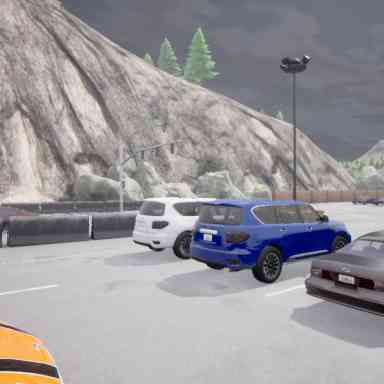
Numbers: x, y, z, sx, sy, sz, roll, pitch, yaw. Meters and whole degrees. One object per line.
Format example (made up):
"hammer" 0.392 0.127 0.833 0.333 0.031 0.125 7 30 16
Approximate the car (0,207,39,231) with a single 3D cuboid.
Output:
"car" -10.703 1.525 17.862 4.674 1.442 1.812 0 0 -36

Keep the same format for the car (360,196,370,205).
"car" 28.732 1.374 55.215 5.357 1.411 2.033 0 0 -36

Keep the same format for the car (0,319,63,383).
"car" -2.975 1.350 1.618 4.553 1.767 2.097 0 0 -36

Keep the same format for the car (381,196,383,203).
"car" 36.871 1.377 61.078 4.718 1.301 1.895 0 0 -36

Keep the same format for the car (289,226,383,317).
"car" 4.702 1.547 7.191 5.357 1.411 2.033 0 0 -36

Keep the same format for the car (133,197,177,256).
"car" 0.484 1.221 12.773 5.566 2.045 2.150 0 0 -36

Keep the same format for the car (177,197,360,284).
"car" 2.511 1.221 9.897 5.566 2.045 2.150 0 0 -38

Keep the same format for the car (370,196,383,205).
"car" 30.777 1.374 52.393 5.357 1.411 2.033 0 0 -36
